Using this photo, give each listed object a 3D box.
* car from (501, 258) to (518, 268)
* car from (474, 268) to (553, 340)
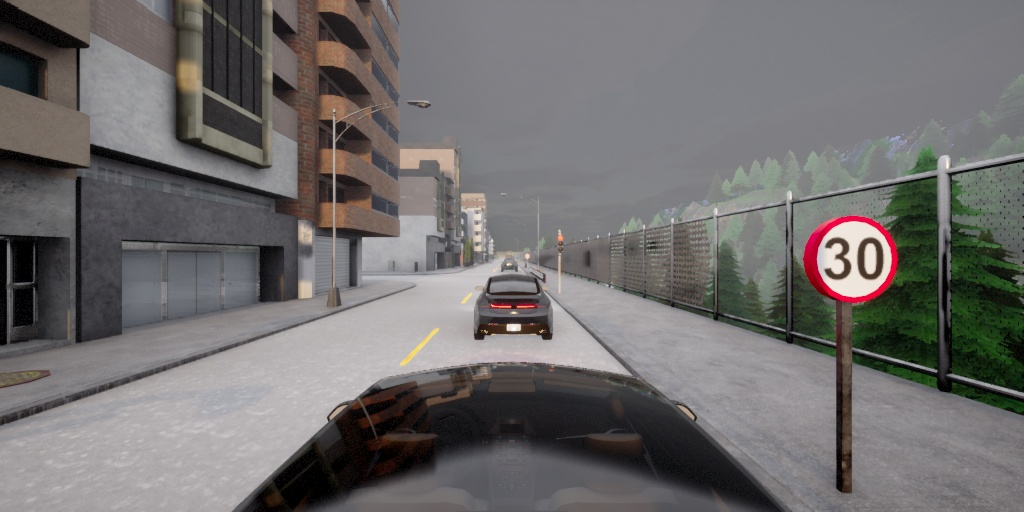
[{"bbox_3d":[-0.332,1.102,46.286,2.097,1.767,4.553,0,0,-1],"label":"car"},{"bbox_3d":[0.016,1.255,9.945,1.837,1.490,4.892,0,0,0],"label":"car"}]
